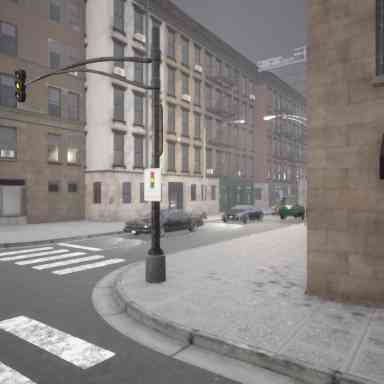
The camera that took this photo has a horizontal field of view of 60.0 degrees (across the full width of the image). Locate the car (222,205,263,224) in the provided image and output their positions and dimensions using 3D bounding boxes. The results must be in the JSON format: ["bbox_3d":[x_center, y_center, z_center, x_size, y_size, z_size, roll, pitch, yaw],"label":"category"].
[{"bbox_3d":[4.069,1.696,26.499,1.994,1.385,4.181,0,0,36],"label":"car"}]

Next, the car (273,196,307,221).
[{"bbox_3d":[9.351,1.378,28.832,2.150,2.045,5.566,0,0,35],"label":"car"}]

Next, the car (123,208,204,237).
[{"bbox_3d":[-1.383,1.630,18.857,2.033,1.411,5.357,0,0,35],"label":"car"}]

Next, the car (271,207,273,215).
[{"bbox_3d":[9.985,1.538,34.785,2.097,1.767,4.553,0,0,35],"label":"car"}]
